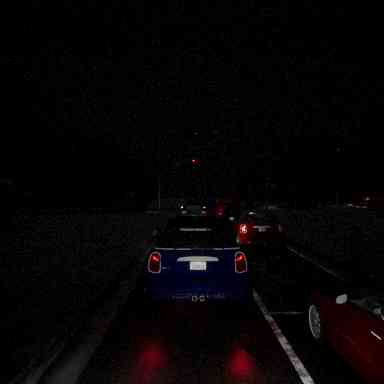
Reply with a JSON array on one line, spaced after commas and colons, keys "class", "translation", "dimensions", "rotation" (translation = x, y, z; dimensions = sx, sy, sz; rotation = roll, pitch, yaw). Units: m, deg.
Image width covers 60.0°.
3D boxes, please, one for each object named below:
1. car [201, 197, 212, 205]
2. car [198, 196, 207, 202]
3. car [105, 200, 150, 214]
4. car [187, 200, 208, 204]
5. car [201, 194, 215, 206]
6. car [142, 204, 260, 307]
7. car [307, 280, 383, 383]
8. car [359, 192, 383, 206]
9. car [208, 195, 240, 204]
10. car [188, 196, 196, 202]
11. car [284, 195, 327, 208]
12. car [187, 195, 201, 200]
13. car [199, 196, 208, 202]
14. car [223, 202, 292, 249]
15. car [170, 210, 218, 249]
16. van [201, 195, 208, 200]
[{"class": "car", "translation": [2.635, 1.644, 62.359], "dimensions": [1.802, 1.307, 4.206], "rotation": [-1, 0, 0]}, {"class": "car", "translation": [2.637, 1.664, 83.985], "dimensions": [1.887, 1.381, 4.507], "rotation": [-1, 0, 0]}, {"class": "car", "translation": [-7.208, 1.676, 37.292], "dimensions": [4.902, 1.511, 2.128], "rotation": [-2, 1, -7]}, {"class": "car", "translation": [0.105, 1.572, 25.477], "dimensions": [1.994, 1.385, 4.181], "rotation": [0, 0, -1]}, {"class": "car", "translation": [2.631, 1.366, 56.953], "dimensions": [2.192, 1.841, 5.009], "rotation": [-1, 0, 0]}, {"class": "car", "translation": [0.070, 1.352, 8.130], "dimensions": [2.097, 1.767, 4.553], "rotation": [0, 0, -1]}, {"class": "car", "translation": [2.629, 1.581, 3.576], "dimensions": [1.802, 1.307, 4.206], "rotation": [-1, 0, 0]}, {"class": "car", "translation": [22.527, 0.764, 39.884], "dimensions": [4.553, 1.767, 2.097], "rotation": [-1, 1, 0]}, {"class": "car", "translation": [2.628, 1.323, 25.186], "dimensions": [2.192, 1.841, 5.009], "rotation": [-1, 0, 0]}, {"class": "car", "translation": [0.010, 1.704, 80.498], "dimensions": [1.895, 1.301, 4.718], "rotation": [0, 0, 0]}, {"class": "car", "translation": [13.575, 1.132, 39.883], "dimensions": [4.892, 1.490, 1.837], "rotation": [-1, 1, 0]}, {"class": "car", "translation": [0.127, 1.576, 56.703], "dimensions": [1.812, 1.442, 4.674], "rotation": [0, 0, 0]}, {"class": "car", "translation": [2.636, 1.654, 78.579], "dimensions": [2.008, 1.369, 4.403], "rotation": [-1, 0, 0]}, {"class": "car", "translation": [2.629, 1.441, 14.381], "dimensions": [1.967, 1.590, 4.097], "rotation": [-1, 0, 0]}, {"class": "car", "translation": [0.096, 1.602, 15.465], "dimensions": [1.895, 1.301, 4.718], "rotation": [0, 0, 0]}, {"class": "van", "translation": [2.631, 1.382, 51.547], "dimensions": [1.690, 1.788, 3.998], "rotation": [-1, 0, 0]}]
